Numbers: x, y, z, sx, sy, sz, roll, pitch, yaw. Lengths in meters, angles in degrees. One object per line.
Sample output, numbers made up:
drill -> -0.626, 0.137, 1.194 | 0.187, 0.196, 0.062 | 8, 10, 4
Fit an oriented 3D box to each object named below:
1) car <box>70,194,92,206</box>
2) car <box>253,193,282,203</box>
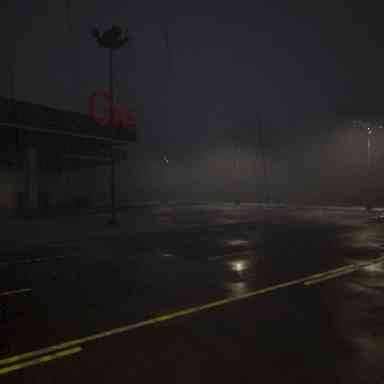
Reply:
car -> -16.257, 1.200, 48.718 | 2.242, 1.667, 4.611 | -1, 0, -36
car -> 11.834, 0.959, 52.235 | 1.882, 1.535, 5.008 | -1, 0, -36
